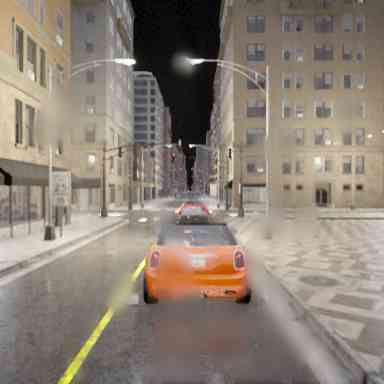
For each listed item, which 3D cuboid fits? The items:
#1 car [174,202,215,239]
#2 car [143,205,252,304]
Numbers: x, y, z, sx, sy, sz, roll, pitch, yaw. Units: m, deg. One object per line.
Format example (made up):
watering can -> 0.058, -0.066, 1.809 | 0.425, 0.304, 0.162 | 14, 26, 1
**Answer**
car -> 0.100, 1.416, 17.856 | 1.882, 1.535, 5.008 | 0, 0, 0
car -> 0.096, 1.323, 8.256 | 2.097, 1.767, 4.553 | 0, 0, 0
